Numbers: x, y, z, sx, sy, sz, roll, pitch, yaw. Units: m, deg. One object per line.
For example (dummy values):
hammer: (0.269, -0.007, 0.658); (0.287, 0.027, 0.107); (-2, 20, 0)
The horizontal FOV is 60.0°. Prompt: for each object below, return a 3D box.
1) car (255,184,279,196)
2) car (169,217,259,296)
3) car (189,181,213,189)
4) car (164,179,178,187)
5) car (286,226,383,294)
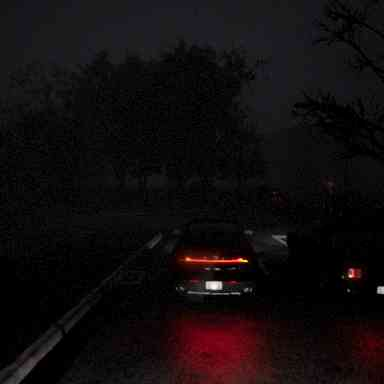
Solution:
car: (9.905, -0.292, 43.907); (1.837, 1.490, 4.892); (1, 3, -9)
car: (0.533, 1.411, 8.481); (1.837, 1.490, 4.892); (0, 1, 3)
car: (1.565, -1.204, 60.105); (4.892, 1.490, 1.837); (3, 5, 40)
car: (-5.044, -1.972, 73.125); (2.097, 1.767, 4.553); (-1, 2, -10)
car: (3.774, 1.514, 8.457); (1.895, 1.301, 4.718); (0, 1, 3)
